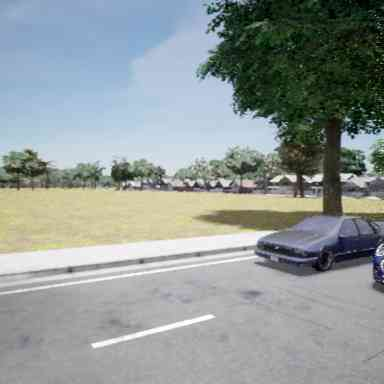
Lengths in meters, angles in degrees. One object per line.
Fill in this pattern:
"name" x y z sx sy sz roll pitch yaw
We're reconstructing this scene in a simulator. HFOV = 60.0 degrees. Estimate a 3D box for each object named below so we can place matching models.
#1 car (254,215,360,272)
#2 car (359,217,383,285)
"car" 4.479 1.446 10.558 5.357 1.411 2.033 0 1 -33
"car" 6.333 1.311 7.890 4.553 1.767 2.097 0 1 -33
